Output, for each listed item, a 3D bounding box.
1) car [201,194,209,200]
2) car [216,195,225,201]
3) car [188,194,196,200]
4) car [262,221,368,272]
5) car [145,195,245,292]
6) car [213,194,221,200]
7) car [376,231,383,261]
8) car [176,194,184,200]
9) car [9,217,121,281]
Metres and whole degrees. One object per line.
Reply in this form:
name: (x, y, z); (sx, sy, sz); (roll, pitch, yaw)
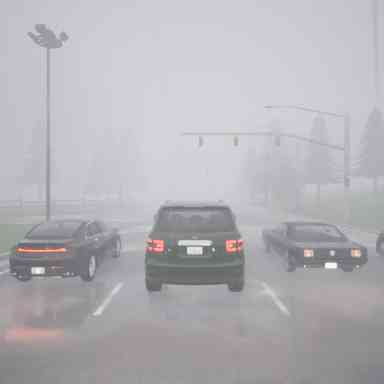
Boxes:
car: (3.573, 1.309, 93.444); (1.882, 1.535, 5.008); (0, 0, 0)
car: (7.066, 1.543, 83.405); (1.994, 1.385, 4.181); (0, 0, 0)
car: (0.073, 1.356, 93.447); (2.128, 1.511, 4.902); (0, 0, 0)
car: (3.587, 1.601, 10.753); (1.895, 1.301, 4.718); (0, 0, 0)
car: (0.077, 1.221, 9.089); (2.150, 2.045, 5.566); (0, 0, 0)
car: (7.073, 1.384, 93.441); (1.994, 1.385, 4.181); (0, 0, 0)
car: (7.078, 1.491, 9.205); (2.128, 1.511, 4.902); (0, 0, 0)
car: (-3.427, 1.371, 93.449); (2.033, 1.411, 5.357); (0, 0, 0)
car: (-3.419, 1.505, 9.839); (1.837, 1.490, 4.892); (0, 0, 0)
